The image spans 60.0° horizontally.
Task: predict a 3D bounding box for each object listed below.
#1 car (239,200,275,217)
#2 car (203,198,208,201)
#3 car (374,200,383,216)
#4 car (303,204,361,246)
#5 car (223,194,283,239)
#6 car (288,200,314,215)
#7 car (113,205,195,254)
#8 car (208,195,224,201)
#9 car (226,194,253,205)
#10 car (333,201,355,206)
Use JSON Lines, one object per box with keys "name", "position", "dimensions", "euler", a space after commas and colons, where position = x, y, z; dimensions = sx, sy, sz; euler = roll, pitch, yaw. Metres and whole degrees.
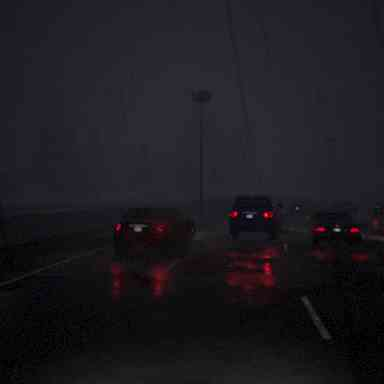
{"name": "car", "position": [6.354, 1.518, 31.958], "dimensions": [1.895, 1.301, 4.718], "euler": [0, 0, 31]}
{"name": "car", "position": [3.813, 1.440, 62.098], "dimensions": [4.718, 1.301, 1.895], "euler": [0, 0, -43]}
{"name": "car", "position": [17.767, 1.446, 30.256], "dimensions": [1.812, 1.442, 4.674], "euler": [0, 0, 35]}
{"name": "car", "position": [6.355, 1.508, 15.211], "dimensions": [2.033, 1.411, 5.357], "euler": [0, 0, 17]}
{"name": "car", "position": [3.430, 1.176, 17.380], "dimensions": [2.150, 2.045, 5.566], "euler": [0, 0, 18]}
{"name": "car", "position": [10.794, 1.479, 32.376], "dimensions": [1.994, 1.385, 4.181], "euler": [0, 0, 33]}
{"name": "car", "position": [-1.332, 1.316, 13.577], "dimensions": [2.097, 1.767, 4.553], "euler": [0, 0, 15]}
{"name": "car", "position": [5.677, 1.350, 58.983], "dimensions": [4.892, 1.490, 1.837], "euler": [-1, 0, -43]}
{"name": "car", "position": [8.108, 1.205, 56.455], "dimensions": [4.553, 1.767, 2.097], "euler": [0, 0, -43]}
{"name": "car", "position": [14.125, 1.482, 31.072], "dimensions": [1.994, 1.385, 4.181], "euler": [0, 0, 34]}
